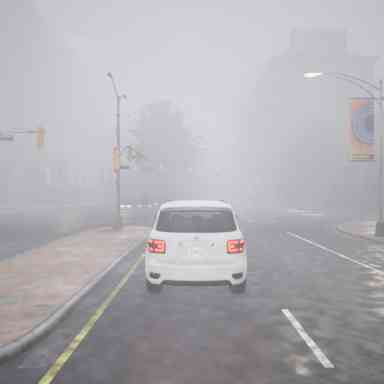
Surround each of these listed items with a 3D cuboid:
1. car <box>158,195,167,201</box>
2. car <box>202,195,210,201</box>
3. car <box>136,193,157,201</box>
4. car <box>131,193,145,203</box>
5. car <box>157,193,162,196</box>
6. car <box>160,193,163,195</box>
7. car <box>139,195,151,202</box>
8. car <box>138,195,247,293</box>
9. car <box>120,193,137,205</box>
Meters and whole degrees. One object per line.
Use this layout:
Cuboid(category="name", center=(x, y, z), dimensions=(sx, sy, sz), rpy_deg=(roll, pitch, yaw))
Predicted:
Cuboid(category="car", center=(-7.702, 1.552, 86.212), dimensions=(1.994, 1.385, 4.181), rpy_deg=(0, 0, 0))
Cuboid(category="car", center=(3.811, 1.540, 89.859), dimensions=(2.033, 1.411, 5.357), rpy_deg=(0, 0, 0))
Cuboid(category="car", center=(-7.881, 1.352, 57.896), dimensions=(2.097, 1.767, 4.553), rpy_deg=(0, 0, 0))
Cuboid(category="car", center=(-11.260, 1.225, 69.596), dimensions=(2.150, 2.045, 5.566), rpy_deg=(0, 0, 0))
Cuboid(category="car", center=(-7.794, 1.526, 66.780), dimensions=(1.812, 1.442, 4.674), rpy_deg=(0, 0, 1))
Cuboid(category="car", center=(-7.736, 1.225, 76.397), dimensions=(2.150, 2.045, 5.566), rpy_deg=(0, 0, 0))
Cuboid(category="car", center=(-11.224, 1.525, 80.034), dimensions=(2.128, 1.511, 4.902), rpy_deg=(0, 0, 0))
Cuboid(category="car", center=(0.102, 1.221, 9.012), dimensions=(2.150, 2.045, 5.566), rpy_deg=(0, 0, 0))
Cuboid(category="car", center=(-11.363, 1.491, 59.677), dimensions=(2.128, 1.511, 4.902), rpy_deg=(0, 0, 1))
